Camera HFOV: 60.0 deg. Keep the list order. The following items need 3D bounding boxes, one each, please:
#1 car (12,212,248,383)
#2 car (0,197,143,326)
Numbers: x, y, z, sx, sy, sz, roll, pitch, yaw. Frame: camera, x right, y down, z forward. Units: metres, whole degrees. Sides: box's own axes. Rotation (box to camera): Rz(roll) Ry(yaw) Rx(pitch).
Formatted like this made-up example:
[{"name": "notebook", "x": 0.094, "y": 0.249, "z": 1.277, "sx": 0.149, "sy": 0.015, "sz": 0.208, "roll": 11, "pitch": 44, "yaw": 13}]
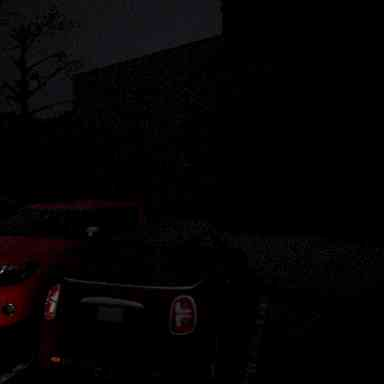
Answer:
[{"name": "car", "x": -0.302, "y": 1.348, "z": 5.588, "sx": 2.185, "sy": 1.767, "sz": 4.553, "roll": 0, "pitch": -1, "yaw": 15}, {"name": "car", "x": -2.738, "y": 1.214, "z": 7.332, "sx": 2.435, "sy": 2.045, "sz": 5.566, "roll": 1, "pitch": 0, "yaw": 15}]
